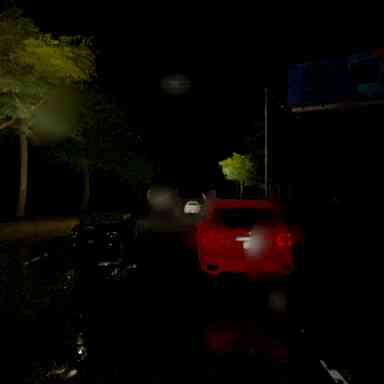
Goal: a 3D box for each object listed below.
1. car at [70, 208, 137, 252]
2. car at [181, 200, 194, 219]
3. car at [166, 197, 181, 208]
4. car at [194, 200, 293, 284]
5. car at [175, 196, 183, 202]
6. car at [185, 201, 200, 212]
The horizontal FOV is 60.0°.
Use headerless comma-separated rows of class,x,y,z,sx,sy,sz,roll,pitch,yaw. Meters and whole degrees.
car,-3.577,1.496,14.241,1.882,1.535,5.008,0,0,0
car,0.122,1.755,35.507,1.812,1.442,4.674,0,-1,1
car,-3.473,2.050,57.171,2.033,1.411,5.357,0,-1,0
car,1.241,1.226,9.718,2.150,2.045,5.566,0,0,0
car,-3.367,1.709,81.001,2.097,1.767,4.553,0,2,0
car,0.093,1.931,46.362,1.994,1.385,4.181,0,-1,1
